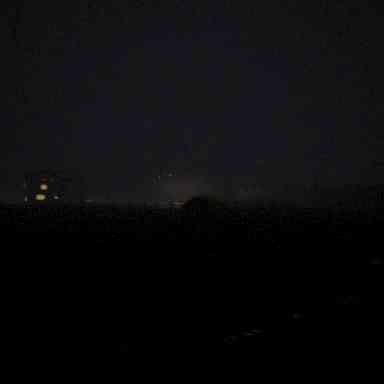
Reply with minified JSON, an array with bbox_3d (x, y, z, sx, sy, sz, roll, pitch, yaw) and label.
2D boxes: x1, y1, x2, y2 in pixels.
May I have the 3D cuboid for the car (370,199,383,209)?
[{"bbox_3d":[27.626,1.715,46.784,1.837,1.490,4.892,0,2,-35],"label":"car"}]

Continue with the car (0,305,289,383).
[{"bbox_3d":[-1.650,1.601,1.893,4.718,1.301,1.895,0,0,-35],"label":"car"}]
